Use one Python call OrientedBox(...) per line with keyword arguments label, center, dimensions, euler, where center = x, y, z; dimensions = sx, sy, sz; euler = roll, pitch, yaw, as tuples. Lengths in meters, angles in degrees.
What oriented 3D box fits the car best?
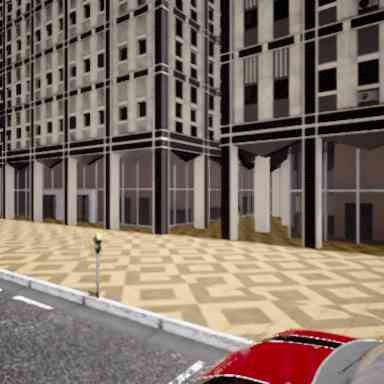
OrientedBox(label="car", center=(1.697, 1.442, 1.668), dimensions=(4.097, 1.590, 1.967), euler=(0, 0, 36))
